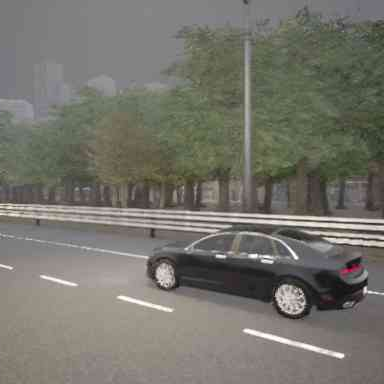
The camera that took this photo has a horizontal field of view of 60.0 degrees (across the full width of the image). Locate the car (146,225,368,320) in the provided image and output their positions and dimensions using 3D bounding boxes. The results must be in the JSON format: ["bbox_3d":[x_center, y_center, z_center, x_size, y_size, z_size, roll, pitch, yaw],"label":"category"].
[{"bbox_3d":[1.121,1.507,7.369,4.892,1.490,1.837,0,0,36],"label":"car"}]
